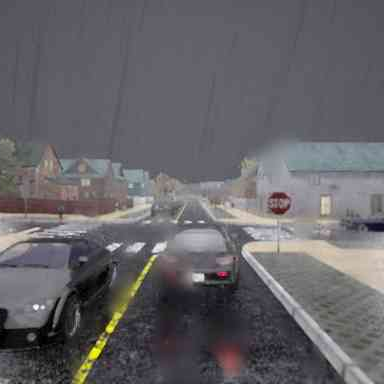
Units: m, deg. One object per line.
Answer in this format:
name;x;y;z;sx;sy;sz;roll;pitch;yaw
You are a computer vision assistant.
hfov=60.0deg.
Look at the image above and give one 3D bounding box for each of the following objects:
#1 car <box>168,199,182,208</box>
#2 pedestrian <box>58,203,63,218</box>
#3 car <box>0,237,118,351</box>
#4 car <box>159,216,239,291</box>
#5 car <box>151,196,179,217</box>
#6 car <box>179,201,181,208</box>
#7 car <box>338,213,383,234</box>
car;-2.759;1.849;53.626;1.994;1.385;4.181;0;0;0
pedestrian;-9.647;1.381;24.449;0.500;1.100;0.500;0;0;1
car;-2.786;1.598;6.343;1.994;1.385;4.181;0;0;1
car;0.264;1.575;9.044;1.812;1.442;4.674;0;0;4
car;-2.808;1.406;33.772;2.150;2.045;5.566;0;0;0
car;-2.774;1.800;43.686;1.994;1.385;4.181;0;0;1
car;11.948;1.964;21.147;4.718;1.301;1.895;1;1;0
